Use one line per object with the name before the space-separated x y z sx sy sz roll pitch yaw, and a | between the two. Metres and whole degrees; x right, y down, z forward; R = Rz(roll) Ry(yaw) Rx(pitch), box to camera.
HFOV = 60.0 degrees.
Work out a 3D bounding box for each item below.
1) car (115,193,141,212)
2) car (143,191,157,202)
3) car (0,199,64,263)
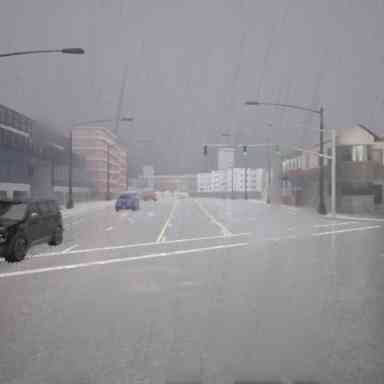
car | -7.303 1.209 38.124 2.150 2.045 5.566 0 1 -1
car | -7.947 0.778 63.161 2.150 2.045 5.566 0 0 -1
car | -6.642 1.301 12.446 2.150 2.045 5.566 0 0 -1
